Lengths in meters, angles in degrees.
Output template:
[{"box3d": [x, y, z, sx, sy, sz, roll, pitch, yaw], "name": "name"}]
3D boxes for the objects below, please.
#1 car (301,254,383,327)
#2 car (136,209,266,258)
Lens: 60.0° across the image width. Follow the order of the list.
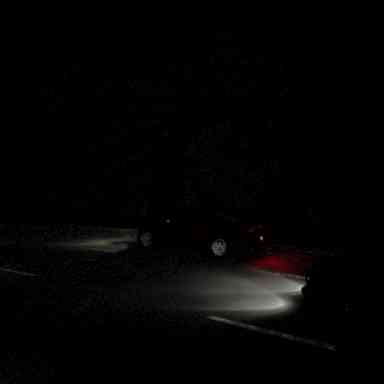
[{"box3d": [4.591, 1.467, 5.151, 5.357, 1.411, 2.033, 0, 1, 35], "name": "car"}, {"box3d": [0.188, 1.360, 12.222, 5.008, 1.535, 1.882, 0, 0, 33], "name": "car"}]
